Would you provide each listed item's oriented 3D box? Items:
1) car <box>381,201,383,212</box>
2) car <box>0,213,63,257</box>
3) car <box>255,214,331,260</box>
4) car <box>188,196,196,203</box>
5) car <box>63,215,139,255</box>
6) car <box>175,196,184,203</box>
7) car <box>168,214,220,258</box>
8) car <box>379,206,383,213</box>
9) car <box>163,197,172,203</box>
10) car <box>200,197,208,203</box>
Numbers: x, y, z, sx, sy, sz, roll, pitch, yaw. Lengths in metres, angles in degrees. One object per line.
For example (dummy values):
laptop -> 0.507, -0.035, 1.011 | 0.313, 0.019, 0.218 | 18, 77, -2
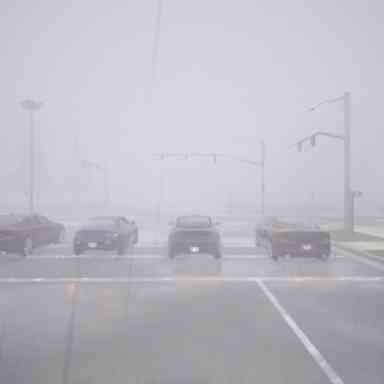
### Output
car -> 28.564, 1.963, 45.332 | 4.674, 1.442, 1.812 | 0, -1, 1
car -> -6.910, 1.609, 13.602 | 1.882, 1.535, 5.008 | 0, 0, 0
car -> 3.693, 1.603, 12.953 | 1.882, 1.535, 5.008 | 0, 0, 2
car -> 0.001, 2.347, 91.530 | 1.882, 1.535, 5.008 | 0, -1, 0
car -> -3.408, 1.658, 13.723 | 1.812, 1.442, 4.674 | 0, 0, 0
car -> -3.499, 2.094, 91.562 | 2.150, 2.045, 5.566 | 0, -1, 0
car -> 0.089, 1.637, 13.361 | 1.837, 1.490, 4.892 | 0, 0, 0
car -> 26.066, 1.930, 41.866 | 4.674, 1.442, 1.812 | 0, -1, 1
car -> -6.999, 2.409, 91.529 | 2.033, 1.411, 5.357 | 0, -1, 0
car -> 3.501, 2.429, 91.946 | 1.994, 1.385, 4.181 | 0, -1, 0
